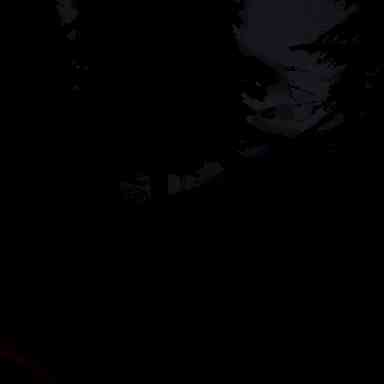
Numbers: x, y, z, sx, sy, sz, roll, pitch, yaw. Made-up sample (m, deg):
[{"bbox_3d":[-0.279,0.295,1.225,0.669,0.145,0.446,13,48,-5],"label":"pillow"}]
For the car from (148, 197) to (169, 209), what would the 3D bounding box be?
[{"bbox_3d":[-4.463,1.337,34.413,2.097,1.767,4.553,0,0,36],"label":"car"}]
